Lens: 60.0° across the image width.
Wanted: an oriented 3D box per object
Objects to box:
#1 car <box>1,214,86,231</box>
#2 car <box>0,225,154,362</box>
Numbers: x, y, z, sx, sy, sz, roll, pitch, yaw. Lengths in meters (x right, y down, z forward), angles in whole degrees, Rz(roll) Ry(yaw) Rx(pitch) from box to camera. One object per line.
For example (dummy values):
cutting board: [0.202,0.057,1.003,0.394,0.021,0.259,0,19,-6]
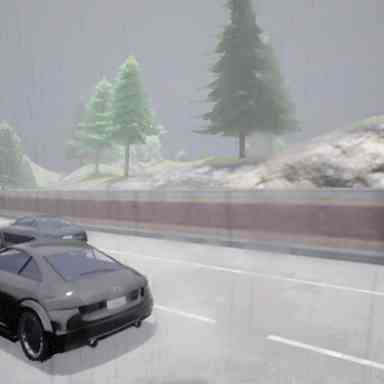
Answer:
car: [-5.867,1.555,12.836,4.181,1.385,1.994,0,0,38]
car: [-2.689,1.560,5.973,4.181,1.385,1.994,0,0,37]
